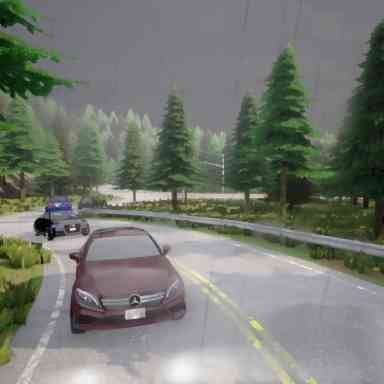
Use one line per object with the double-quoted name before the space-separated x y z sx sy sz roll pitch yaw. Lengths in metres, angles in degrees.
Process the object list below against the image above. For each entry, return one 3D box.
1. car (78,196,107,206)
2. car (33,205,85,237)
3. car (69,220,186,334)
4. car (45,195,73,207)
"car" -12.696 1.288 42.813 2.097 1.767 4.553 2 2 13
"car" -7.045 1.664 17.776 1.994 1.385 4.181 -4 2 -38
"car" -1.518 1.523 7.069 1.812 1.442 4.674 -2 0 -17
"car" -12.845 1.326 32.225 2.150 2.045 5.566 -1 0 -18
